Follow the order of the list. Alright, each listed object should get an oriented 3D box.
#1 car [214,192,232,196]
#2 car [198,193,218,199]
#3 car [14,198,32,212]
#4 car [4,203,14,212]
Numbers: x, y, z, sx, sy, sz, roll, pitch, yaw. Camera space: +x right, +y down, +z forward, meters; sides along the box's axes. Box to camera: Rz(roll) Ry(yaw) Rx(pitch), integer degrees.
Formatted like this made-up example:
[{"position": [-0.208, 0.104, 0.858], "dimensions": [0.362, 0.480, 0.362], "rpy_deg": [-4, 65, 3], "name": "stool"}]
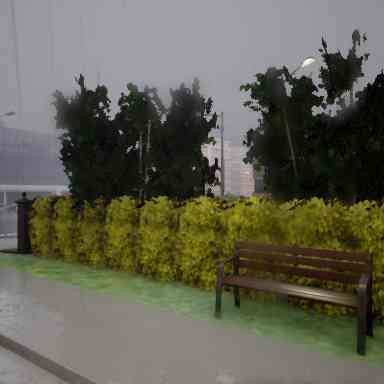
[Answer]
[{"position": [6.766, 0.691, 68.318], "dimensions": [1.882, 1.535, 5.008], "rpy_deg": [0, 1, 35], "name": "car"}, {"position": [3.392, 0.819, 69.588], "dimensions": [1.895, 1.301, 4.718], "rpy_deg": [0, 1, 35], "name": "car"}, {"position": [-16.119, 1.553, 35.897], "dimensions": [1.895, 1.301, 4.718], "rpy_deg": [0, 0, 36], "name": "car"}, {"position": [-18.874, 1.479, 38.046], "dimensions": [1.812, 1.442, 4.674], "rpy_deg": [0, 0, 35], "name": "car"}]
